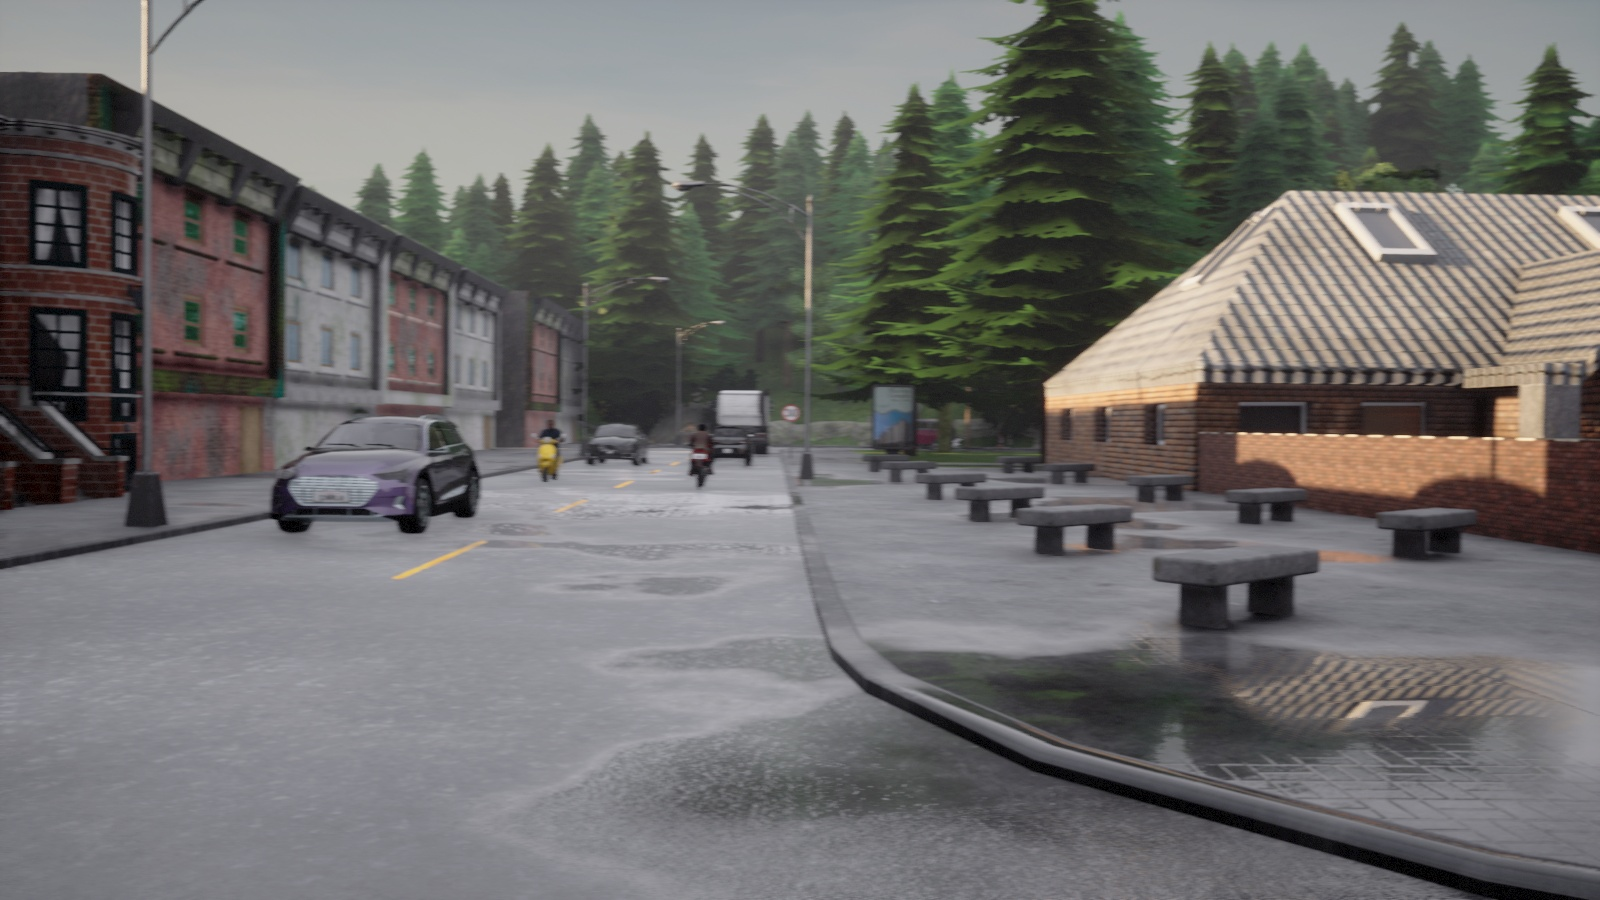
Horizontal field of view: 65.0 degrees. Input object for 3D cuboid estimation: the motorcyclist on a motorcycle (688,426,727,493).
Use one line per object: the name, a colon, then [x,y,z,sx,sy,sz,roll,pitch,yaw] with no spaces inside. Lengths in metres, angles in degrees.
motorcyclist on a motorcycle: [-2.171,0.193,29.708,0.797,1.523,2.044,-1,1,-1]

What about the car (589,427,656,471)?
car: [-6.450,-0.080,46.091,1.837,1.490,4.892,-1,1,-1]

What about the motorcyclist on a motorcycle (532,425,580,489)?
motorcyclist on a motorcycle: [-6.214,0.152,32.067,0.866,1.590,1.817,-1,1,-1]

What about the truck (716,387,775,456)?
truck: [-2.816,-1.529,67.186,2.891,3.462,7.936,-1,1,-1]

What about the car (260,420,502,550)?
car: [-5.967,0.401,18.605,2.033,1.649,4.856,-1,1,-1]

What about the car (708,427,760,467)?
car: [-2.487,-0.151,48.286,1.816,1.474,4.193,-1,1,-1]

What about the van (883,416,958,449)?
van: [7.544,-1.122,78.669,4.442,1.987,1.775,-1,1,-5]
